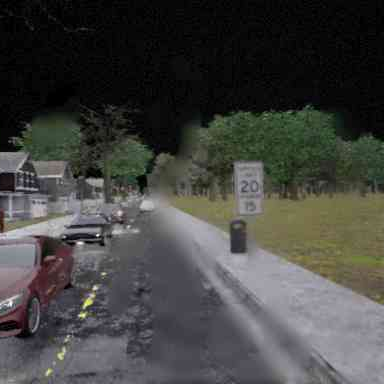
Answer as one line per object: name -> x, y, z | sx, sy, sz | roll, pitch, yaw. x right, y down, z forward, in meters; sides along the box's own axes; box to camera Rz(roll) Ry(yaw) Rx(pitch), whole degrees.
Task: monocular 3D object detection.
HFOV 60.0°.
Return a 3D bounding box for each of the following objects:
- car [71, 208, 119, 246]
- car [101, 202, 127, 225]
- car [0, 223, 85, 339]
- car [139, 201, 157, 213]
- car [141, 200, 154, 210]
car -> -4.997, 1.755, 16.440 | 2.033, 1.411, 5.357 | -2, 0, -8
car -> -6.420, 1.637, 26.626 | 2.097, 1.767, 4.553 | -2, 0, -8
car -> -3.660, 1.659, 6.814 | 1.812, 1.442, 4.674 | -2, 0, -8
car -> -5.522, 1.836, 41.518 | 1.812, 1.442, 4.674 | -2, 0, -8
car -> -6.911, 1.981, 51.458 | 1.895, 1.301, 4.718 | -2, 0, -8
